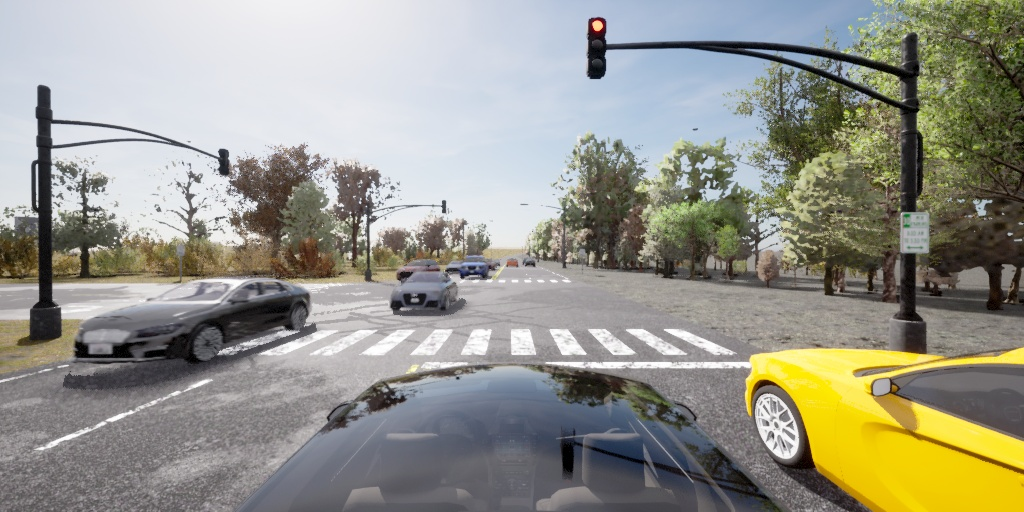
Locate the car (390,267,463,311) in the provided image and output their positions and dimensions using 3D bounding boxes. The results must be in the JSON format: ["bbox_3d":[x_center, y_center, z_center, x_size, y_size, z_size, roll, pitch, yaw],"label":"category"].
[{"bbox_3d":[-3.352,1.329,14.346,1.994,1.385,4.181,0,0,0],"label":"car"}]

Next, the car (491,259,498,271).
[{"bbox_3d":[-3.346,1.103,48.680,2.097,1.767,4.553,0,0,0],"label":"car"}]

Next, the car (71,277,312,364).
[{"bbox_3d":[-6.598,1.252,8.204,2.128,1.511,4.902,0,0,0],"label":"car"}]

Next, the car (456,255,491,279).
[{"bbox_3d":[-3.345,0.970,32.570,2.150,2.045,5.566,0,0,0],"label":"car"}]

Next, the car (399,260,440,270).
[{"bbox_3d":[-7.363,1.085,28.797,2.097,1.767,4.553,0,-1,11],"label":"car"}]

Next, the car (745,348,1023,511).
[{"bbox_3d":[3.363,1.195,1.716,1.882,1.535,5.008,0,1,0],"label":"car"}]

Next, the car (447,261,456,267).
[{"bbox_3d":[-6.598,1.297,42.866,2.033,1.411,5.357,0,0,0],"label":"car"}]
